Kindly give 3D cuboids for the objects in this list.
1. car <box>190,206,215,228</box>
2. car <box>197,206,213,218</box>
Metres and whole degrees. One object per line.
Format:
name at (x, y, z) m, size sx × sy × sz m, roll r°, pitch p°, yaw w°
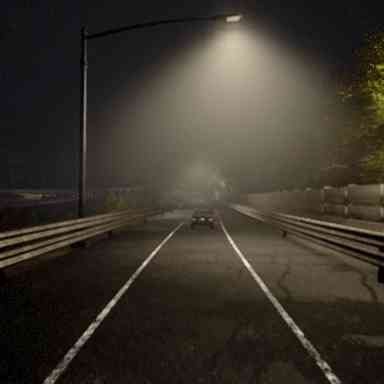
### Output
car at (0.840, 2.071, 26.470) m, size 2.033 × 1.411 × 5.357 m, roll 0°, pitch -1°, yaw 2°
car at (1.665, 2.424, 41.384) m, size 1.895 × 1.301 × 4.718 m, roll 0°, pitch -1°, yaw 3°
